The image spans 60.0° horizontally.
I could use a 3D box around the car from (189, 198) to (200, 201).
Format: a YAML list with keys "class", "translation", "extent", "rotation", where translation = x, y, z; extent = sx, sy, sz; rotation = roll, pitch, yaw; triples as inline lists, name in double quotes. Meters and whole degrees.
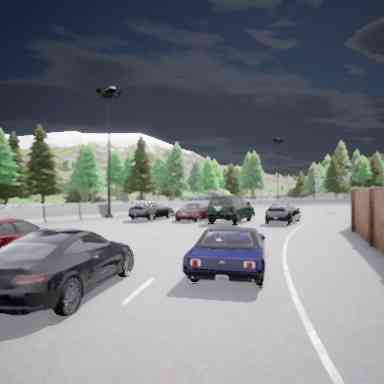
- class: "car"
  translation: [2.775, 1.453, 58.895]
  extent: [5.566, 2.045, 2.150]
  rotation: [0, 0, -41]

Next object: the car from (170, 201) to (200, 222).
- class: "car"
  translation: [0.326, 1.672, 27.414]
  extent: [1.994, 1.385, 4.181]
  rotation: [0, 0, 28]

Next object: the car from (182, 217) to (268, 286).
- class: "car"
  translation: [1.157, 1.639, 9.582]
  extent: [1.895, 1.301, 4.718]
  rotation: [0, 0, 12]

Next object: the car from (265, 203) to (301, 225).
- class: "car"
  translation: [6.882, 1.590, 24.931]
  extent: [2.128, 1.511, 4.902]
  rotation: [0, 0, 28]

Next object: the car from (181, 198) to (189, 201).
- class: "car"
  translation: [0.922, 1.844, 61.975]
  extent: [4.718, 1.301, 1.895]
  rotation: [0, 0, -42]

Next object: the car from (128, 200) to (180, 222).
- class: "car"
  translation: [-3.334, 1.602, 27.976]
  extent: [2.128, 1.511, 4.902]
  rotation: [0, 0, 26]

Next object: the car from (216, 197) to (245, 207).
- class: "car"
  translation: [6.747, 1.719, 57.624]
  extent: [4.902, 1.511, 2.128]
  rotation: [0, 0, -40]

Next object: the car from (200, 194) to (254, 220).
- class: "car"
  translation: [2.969, 1.319, 25.101]
  extent: [2.150, 2.045, 5.566]
  rotation: [0, 0, 27]

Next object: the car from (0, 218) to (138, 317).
- class: "car"
  translation: [-2.854, 1.555, 7.530]
  extent: [1.812, 1.442, 4.674]
  rotation: [0, 0, 10]

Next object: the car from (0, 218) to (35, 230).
- class: "car"
  translation: [-5.859, 1.518, 10.229]
  extent: [1.882, 1.535, 5.008]
  rotation: [0, 0, 12]
